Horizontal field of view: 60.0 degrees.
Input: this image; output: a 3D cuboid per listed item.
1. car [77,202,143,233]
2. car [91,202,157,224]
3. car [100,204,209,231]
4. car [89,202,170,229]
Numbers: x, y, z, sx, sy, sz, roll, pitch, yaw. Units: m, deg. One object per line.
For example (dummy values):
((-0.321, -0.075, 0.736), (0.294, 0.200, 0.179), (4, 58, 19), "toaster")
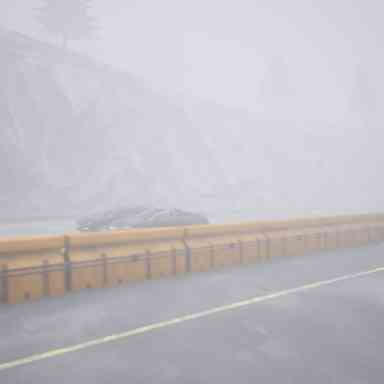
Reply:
((-3.768, 1.511, 18.262), (4.892, 1.490, 1.837), (0, 0, -34), "car")
((-5.224, 1.534, 25.677), (4.674, 1.442, 1.812), (0, 0, -32), "car")
((-1.442, 1.498, 15.602), (4.902, 1.511, 2.128), (0, 0, -33), "car")
((-4.118, 1.485, 22.219), (5.008, 1.535, 1.882), (0, 0, -33), "car")
